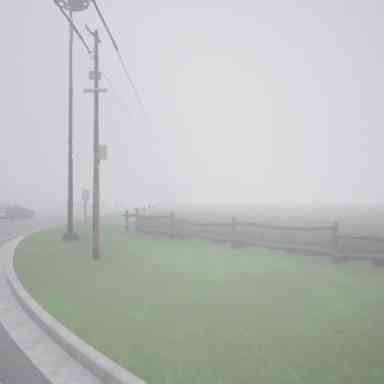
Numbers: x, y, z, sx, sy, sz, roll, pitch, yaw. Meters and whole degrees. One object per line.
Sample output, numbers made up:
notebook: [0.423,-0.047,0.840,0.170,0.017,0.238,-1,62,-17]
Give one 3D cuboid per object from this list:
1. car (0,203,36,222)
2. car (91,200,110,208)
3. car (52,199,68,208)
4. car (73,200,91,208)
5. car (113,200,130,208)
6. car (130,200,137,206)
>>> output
car: [-15.862,1.851,29.396,2.033,1.411,5.357,0,-1,-1]
car: [-16.641,2.172,62.107,2.033,1.411,5.357,0,-1,-1]
car: [-23.640,2.108,61.962,1.882,1.535,5.008,0,-1,-1]
car: [-20.140,2.175,62.034,2.033,1.411,5.357,0,-1,-1]
car: [-13.002,2.167,60.236,1.994,1.385,4.181,0,-1,-1]
car: [-13.368,2.324,73.088,1.895,1.301,4.718,0,-1,-1]
